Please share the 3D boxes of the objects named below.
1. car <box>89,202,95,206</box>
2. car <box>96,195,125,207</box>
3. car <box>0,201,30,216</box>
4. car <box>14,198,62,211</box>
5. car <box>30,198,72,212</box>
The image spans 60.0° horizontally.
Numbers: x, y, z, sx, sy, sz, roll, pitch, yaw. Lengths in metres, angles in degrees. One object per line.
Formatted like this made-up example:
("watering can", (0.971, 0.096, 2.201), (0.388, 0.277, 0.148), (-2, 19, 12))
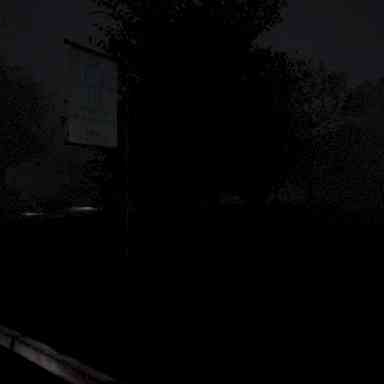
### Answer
("car", (-12.522, 1.508, 49.343), (2.033, 1.411, 5.357), (0, 0, 38))
("car", (-10.178, 1.185, 46.665), (2.150, 2.045, 5.566), (0, 0, 38))
("car", (-17.916, 1.564, 31.075), (1.994, 1.385, 4.181), (0, 0, 40))
("car", (-18.976, 1.484, 41.176), (2.128, 1.511, 4.902), (0, 0, 39))
("car", (-16.512, 1.470, 38.652), (1.882, 1.535, 5.008), (0, 0, 39))
